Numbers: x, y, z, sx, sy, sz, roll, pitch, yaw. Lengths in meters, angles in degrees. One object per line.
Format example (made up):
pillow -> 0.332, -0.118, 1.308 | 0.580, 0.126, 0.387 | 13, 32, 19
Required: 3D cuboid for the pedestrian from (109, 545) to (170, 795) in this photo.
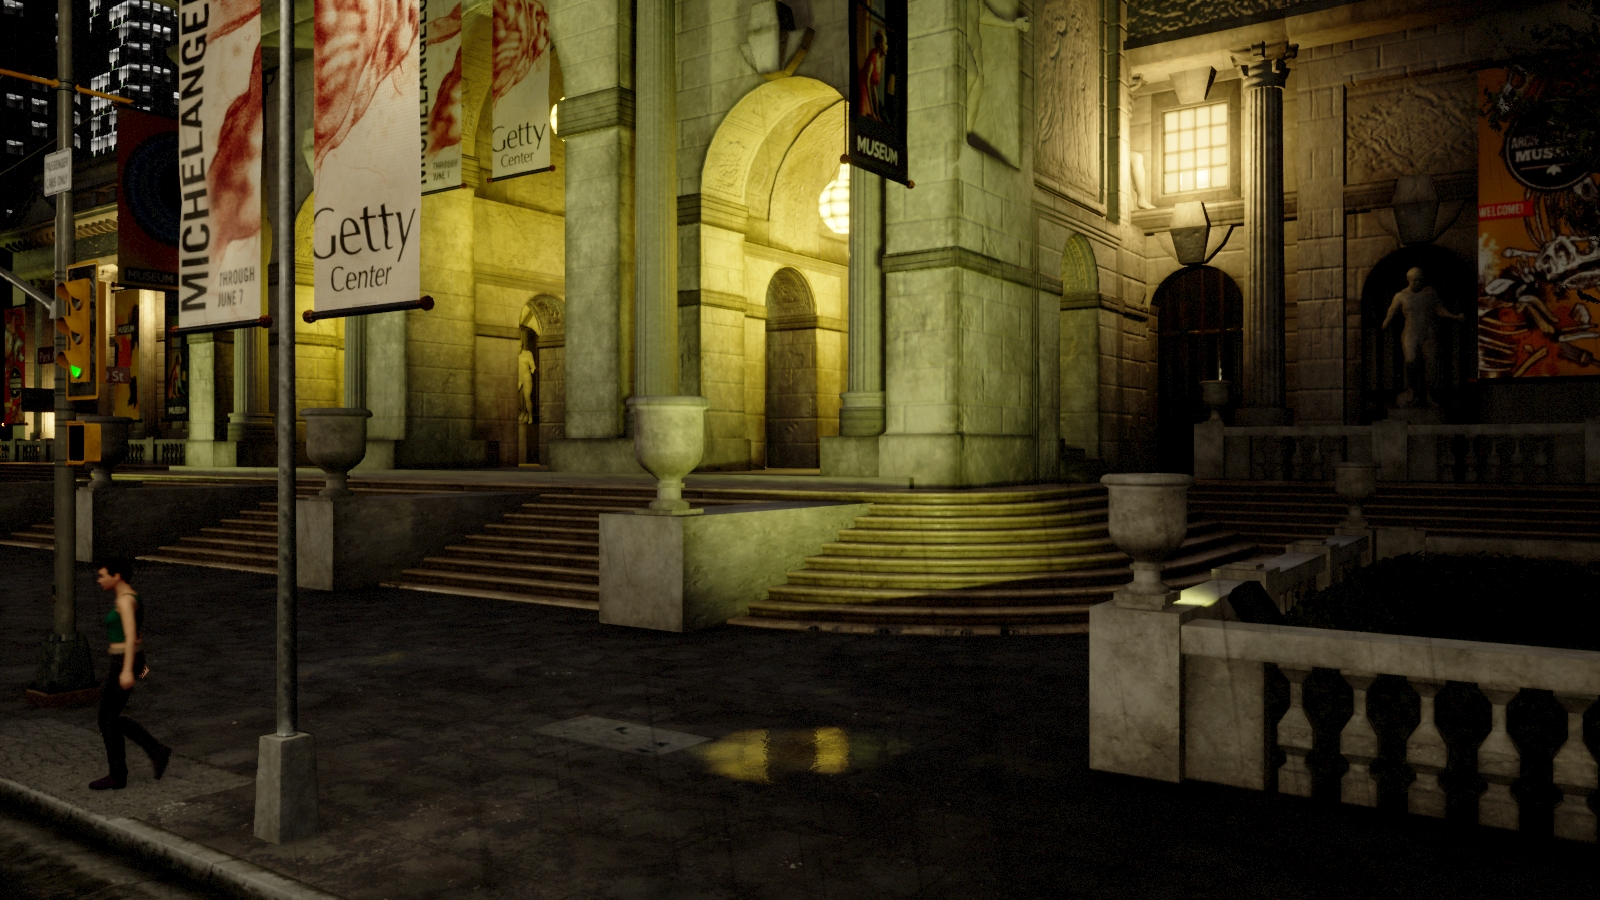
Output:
pedestrian -> -5.173, 1.698, 8.959 | 0.375, 1.860, 0.375 | 0, 0, -23
